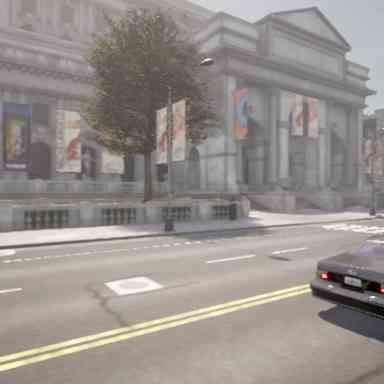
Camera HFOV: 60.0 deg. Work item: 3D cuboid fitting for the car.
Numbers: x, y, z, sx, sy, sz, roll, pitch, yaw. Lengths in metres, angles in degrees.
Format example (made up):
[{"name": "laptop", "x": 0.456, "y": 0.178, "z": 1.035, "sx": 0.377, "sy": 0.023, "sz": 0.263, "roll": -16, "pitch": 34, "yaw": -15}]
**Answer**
[{"name": "car", "x": 4.774, "y": 1.539, "z": 6.897, "sx": 5.357, "sy": 1.411, "sz": 2.033, "roll": 0, "pitch": 0, "yaw": -33}]
